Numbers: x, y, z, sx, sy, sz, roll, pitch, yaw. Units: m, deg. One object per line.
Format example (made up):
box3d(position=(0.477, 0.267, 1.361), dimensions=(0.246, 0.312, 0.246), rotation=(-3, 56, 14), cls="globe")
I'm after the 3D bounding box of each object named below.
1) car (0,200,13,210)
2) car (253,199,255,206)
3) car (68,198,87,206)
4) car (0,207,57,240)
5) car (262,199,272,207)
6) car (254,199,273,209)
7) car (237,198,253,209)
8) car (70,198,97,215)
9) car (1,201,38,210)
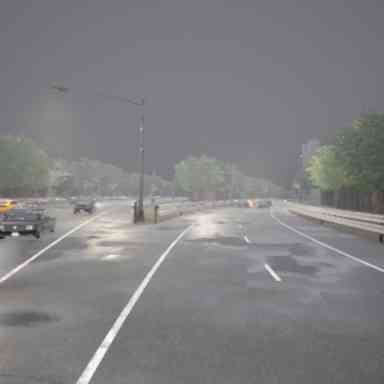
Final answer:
box3d(position=(-18.020, 1.507, 32.343), dimensions=(1.882, 1.535, 5.008), rotation=(1, -1, -8), cls="car")
box3d(position=(12.240, 2.041, 70.308), dimensions=(2.097, 1.767, 4.553), rotation=(1, -1, 16), cls="car")
box3d(position=(-21.767, 1.792, 63.425), dimensions=(2.033, 1.411, 5.357), rotation=(1, -1, -4), cls="car")
box3d(position=(-8.386, 1.645, 17.225), dimensions=(1.895, 1.301, 4.718), rotation=(1, -1, -11), cls="car")
box3d(position=(15.806, 2.262, 70.056), dimensions=(1.837, 1.490, 4.892), rotation=(1, -1, 16), cls="car")
box3d(position=(12.919, 2.282, 60.022), dimensions=(2.033, 1.411, 5.357), rotation=(1, -1, 16), cls="car")
box3d(position=(9.330, 2.182, 60.204), dimensions=(2.128, 1.511, 4.902), rotation=(1, -1, 16), cls="car")
box3d(position=(-11.603, 1.672, 36.325), dimensions=(1.837, 1.490, 4.892), rotation=(1, 0, -8), cls="car")
box3d(position=(-13.726, 1.657, 27.734), dimensions=(1.895, 1.301, 4.718), rotation=(1, -1, -9), cls="car")
